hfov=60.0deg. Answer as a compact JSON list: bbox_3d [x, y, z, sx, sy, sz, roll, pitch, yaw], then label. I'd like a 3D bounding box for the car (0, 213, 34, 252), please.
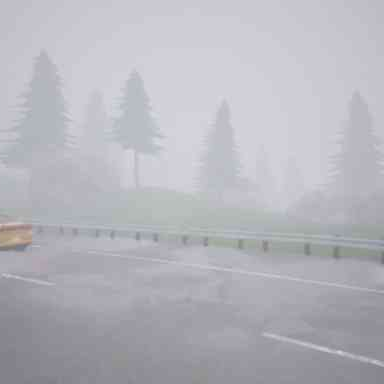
[{"bbox_3d":[-8.117,1.456,12.329,5.008,1.535,1.882,0,0,27],"label":"car"}]
